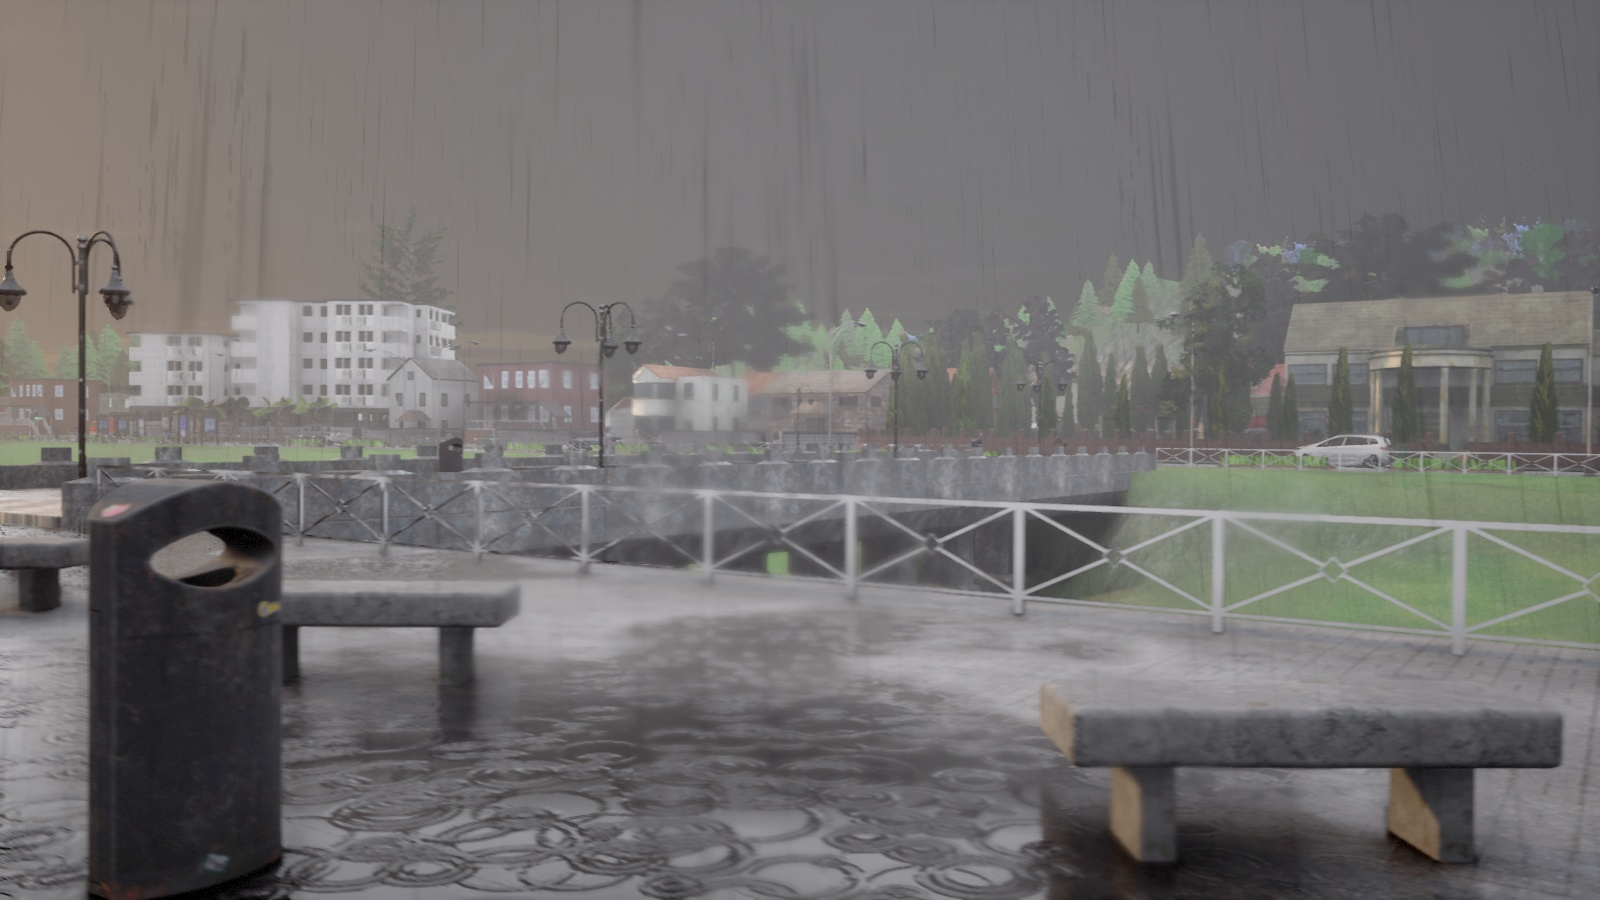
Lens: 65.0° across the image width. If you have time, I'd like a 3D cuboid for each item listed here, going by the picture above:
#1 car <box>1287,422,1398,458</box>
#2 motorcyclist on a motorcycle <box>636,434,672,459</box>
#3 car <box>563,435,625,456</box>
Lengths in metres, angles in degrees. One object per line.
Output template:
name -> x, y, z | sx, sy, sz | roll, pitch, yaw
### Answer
car -> 26.250, -0.492, 60.818 | 4.611, 1.667, 2.242 | 0, 1, 34
motorcyclist on a motorcycle -> -9.239, -0.236, 79.607 | 2.191, 1.530, 0.866 | 0, 1, 34
car -> -14.414, -0.323, 87.849 | 4.193, 1.474, 1.816 | 0, 1, 34
